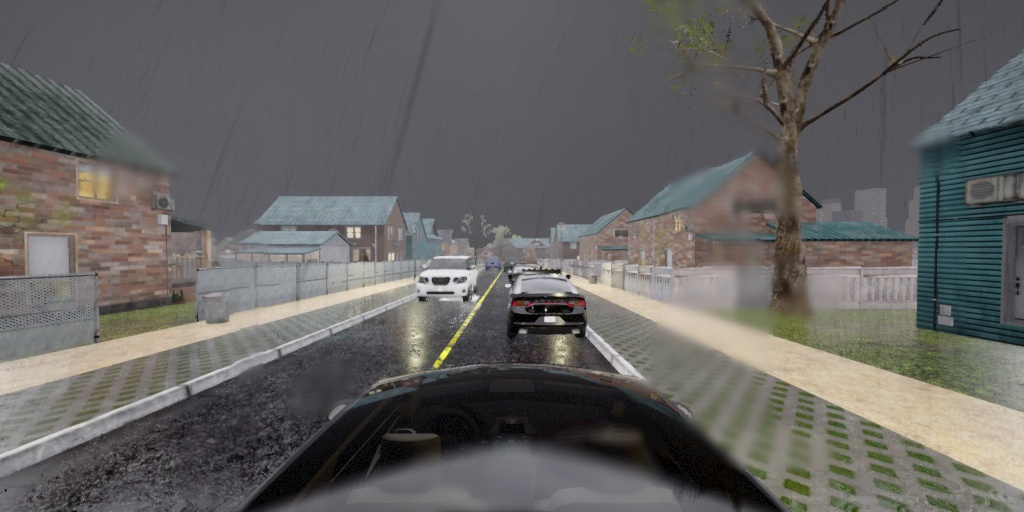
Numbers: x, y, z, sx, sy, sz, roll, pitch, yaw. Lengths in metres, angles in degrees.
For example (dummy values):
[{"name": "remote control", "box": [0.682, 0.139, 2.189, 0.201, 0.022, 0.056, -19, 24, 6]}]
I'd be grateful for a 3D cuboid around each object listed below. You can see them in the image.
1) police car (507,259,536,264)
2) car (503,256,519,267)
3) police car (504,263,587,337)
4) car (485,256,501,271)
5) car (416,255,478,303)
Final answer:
[{"name": "police car", "box": [0.829, 1.182, 20.370, 1.930, 1.638, 5.238, 0, 0, 0]}, {"name": "car", "box": [0.030, 1.027, 47.016, 2.150, 2.045, 5.566, 0, 0, 0]}, {"name": "police car", "box": [0.827, 1.174, 10.368, 1.930, 1.638, 5.238, 0, 0, 0]}, {"name": "car", "box": [-2.739, 1.043, 52.527, 2.150, 2.045, 5.566, 0, 0, 0]}, {"name": "car", "box": [-2.847, 0.974, 16.980, 2.150, 2.045, 5.566, 0, 0, 0]}]
